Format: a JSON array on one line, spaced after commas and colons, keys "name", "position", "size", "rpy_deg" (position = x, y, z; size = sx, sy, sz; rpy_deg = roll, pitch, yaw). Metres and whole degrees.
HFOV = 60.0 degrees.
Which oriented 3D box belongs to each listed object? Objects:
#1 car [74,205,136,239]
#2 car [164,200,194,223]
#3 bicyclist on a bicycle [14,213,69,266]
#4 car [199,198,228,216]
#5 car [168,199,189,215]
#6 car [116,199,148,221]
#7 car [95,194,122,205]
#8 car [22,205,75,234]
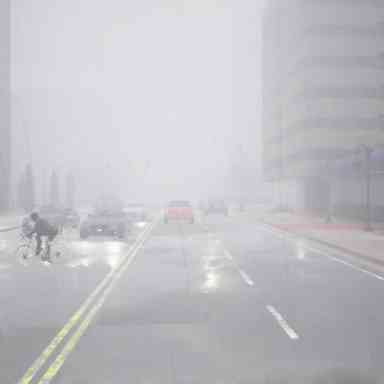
[{"name": "car", "position": [-4.318, 1.564, 17.174], "size": [1.994, 1.385, 4.181], "rpy_deg": [0, 0, -3]}, {"name": "car", "position": [-0.986, 1.352, 25.264], "size": [2.097, 1.767, 4.553], "rpy_deg": [0, 0, -3]}, {"name": "bicyclist on a bicycle", "position": [-4.588, 1.455, 10.101], "size": [1.656, 1.620, 0.582], "rpy_deg": [-2, 0, -3]}, {"name": "car", "position": [2.184, 1.352, 32.601], "size": [2.097, 1.767, 4.553], "rpy_deg": [0, 0, -3]}, {"name": "car", "position": [-1.438, 1.547, 35.158], "size": [2.033, 1.411, 5.357], "rpy_deg": [0, 0, -2]}, {"name": "car", "position": [-4.689, 1.525, 27.246], "size": [1.812, 1.442, 4.674], "rpy_deg": [0, 0, -2]}, {"name": "car", "position": [-8.568, 1.223, 34.758], "size": [2.150, 2.045, 5.566], "rpy_deg": [0, 0, -2]}, {"name": "car", "position": [-7.881, 1.492, 18.969], "size": [2.128, 1.511, 4.902], "rpy_deg": [0, 0, -2]}]
